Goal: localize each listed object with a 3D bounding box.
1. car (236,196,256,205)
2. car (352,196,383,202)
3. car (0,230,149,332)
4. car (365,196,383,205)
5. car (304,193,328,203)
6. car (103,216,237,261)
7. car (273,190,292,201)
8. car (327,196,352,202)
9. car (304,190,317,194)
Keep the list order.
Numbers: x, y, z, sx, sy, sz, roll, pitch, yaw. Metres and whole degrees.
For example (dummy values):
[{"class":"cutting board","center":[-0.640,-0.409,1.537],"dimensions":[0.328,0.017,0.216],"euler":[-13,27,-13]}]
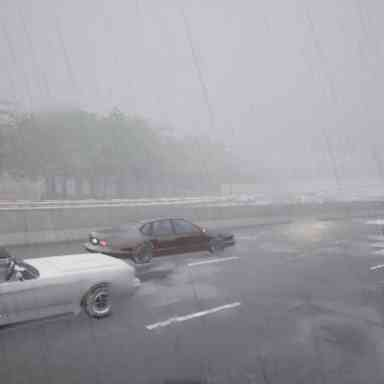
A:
[{"class":"car","center":[8.763,1.304,53.422],"dimensions":[1.812,1.442,4.674],"euler":[0,1,35]},{"class":"car","center":[22.655,1.475,41.696],"dimensions":[5.008,1.535,1.882],"euler":[0,0,-36]},{"class":"car","center":[-3.328,1.600,5.670],"dimensions":[4.718,1.301,1.895],"euler":[0,0,-35]},{"class":"car","center":[31.949,1.425,56.967],"dimensions":[4.902,1.511,2.128],"euler":[-1,0,-36]},{"class":"car","center":[18.713,1.349,47.475],"dimensions":[4.553,1.767,2.097],"euler":[0,0,-36]},{"class":"car","center":[-0.943,1.546,11.668],"dimensions":[5.357,1.411,2.033],"euler":[0,0,-35]},{"class":"car","center":[18.093,0.596,66.204],"dimensions":[2.150,2.045,5.566],"euler":[0,2,37]},{"class":"car","center":[20.616,1.523,44.537],"dimensions":[4.674,1.442,1.812],"euler":[0,0,-36]},{"class":"car","center":[28.002,0.229,78.554],"dimensions":[1.882,1.535,5.008],"euler":[0,3,40]}]
